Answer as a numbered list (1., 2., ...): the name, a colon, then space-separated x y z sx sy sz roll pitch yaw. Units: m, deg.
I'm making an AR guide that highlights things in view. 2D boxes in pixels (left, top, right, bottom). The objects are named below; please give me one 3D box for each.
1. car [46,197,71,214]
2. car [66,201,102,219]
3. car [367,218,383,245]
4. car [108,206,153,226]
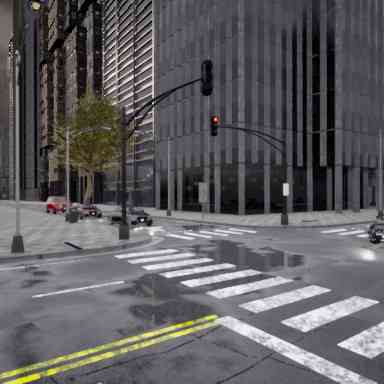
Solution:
1. car: -16.113 1.572 40.326 2.150 2.045 5.566 0 0 -35
2. car: -10.211 1.815 31.995 1.994 1.385 4.181 0 0 -36
3. car: 9.553 1.513 14.498 4.892 1.490 1.837 0 -1 -35
4. car: -4.489 1.727 23.960 1.994 1.385 4.181 0 0 -35
